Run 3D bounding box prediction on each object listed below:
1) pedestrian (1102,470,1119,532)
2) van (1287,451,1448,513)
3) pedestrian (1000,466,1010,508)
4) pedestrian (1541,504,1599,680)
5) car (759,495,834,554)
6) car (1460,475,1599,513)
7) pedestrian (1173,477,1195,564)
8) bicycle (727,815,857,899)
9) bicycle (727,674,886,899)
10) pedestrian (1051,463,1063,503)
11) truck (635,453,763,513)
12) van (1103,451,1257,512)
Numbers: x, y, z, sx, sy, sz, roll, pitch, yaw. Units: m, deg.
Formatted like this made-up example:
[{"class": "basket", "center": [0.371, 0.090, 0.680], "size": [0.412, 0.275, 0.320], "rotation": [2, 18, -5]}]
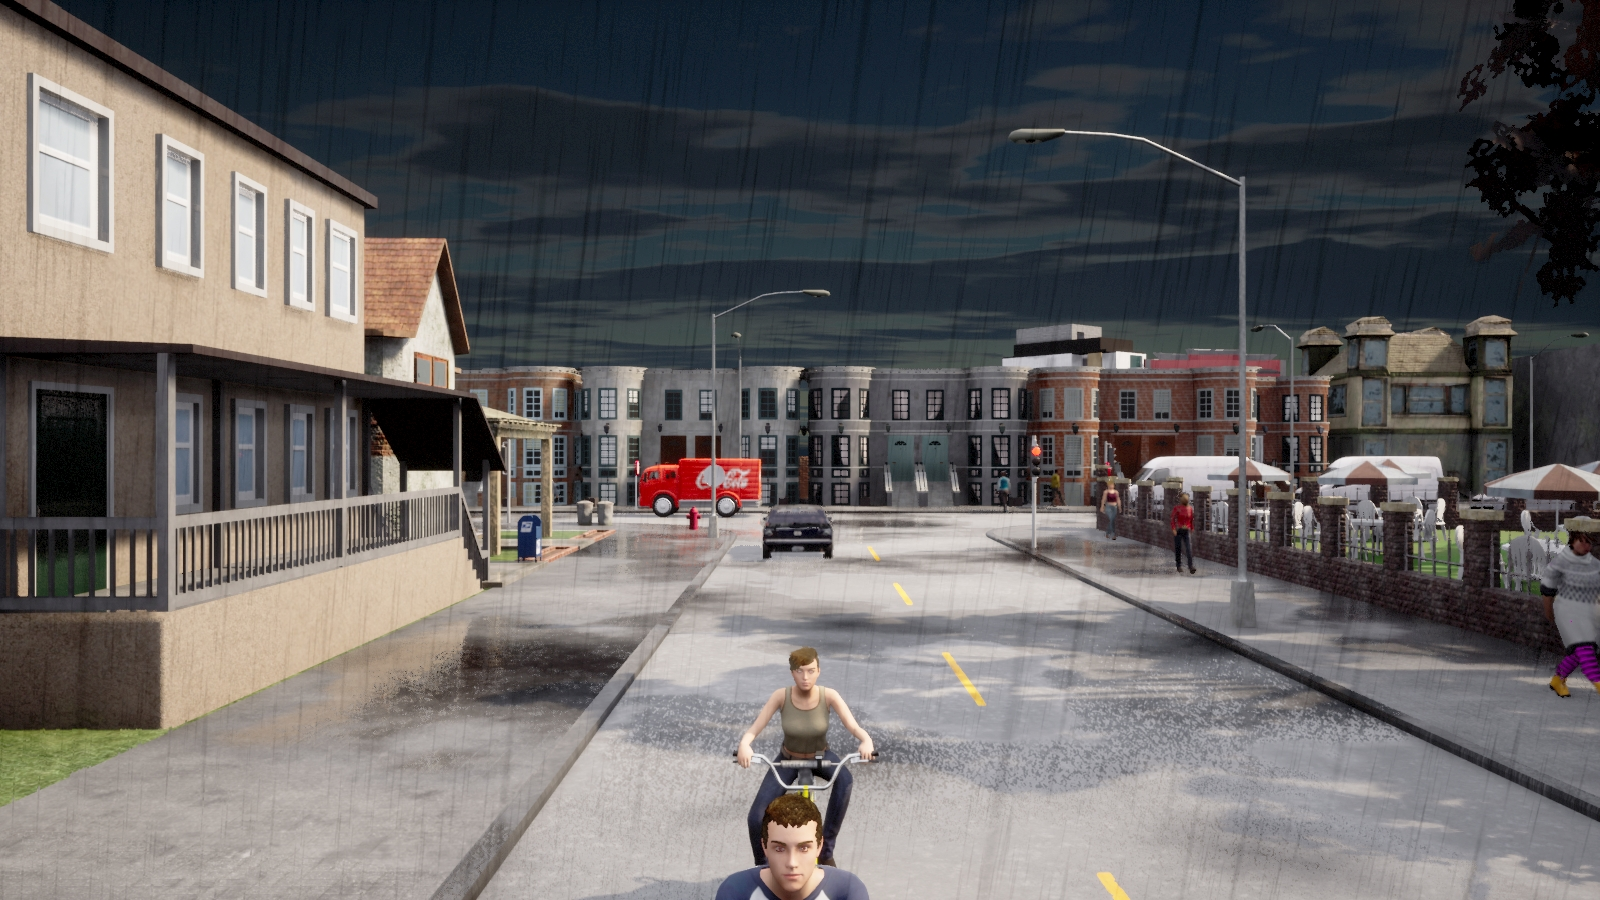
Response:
[{"class": "pedestrian", "center": [9.335, 1.532, 34.352], "size": [0.375, 1.860, 0.375], "rotation": [0, 0, -1]}, {"class": "van", "center": [24.218, 1.335, 48.884], "size": [5.915, 2.561, 1.988], "rotation": [0, 0, 0]}, {"class": "pedestrian", "center": [9.099, 1.649, 50.748], "size": [0.375, 1.860, 0.375], "rotation": [0, 0, -7]}, {"class": "pedestrian", "center": [8.368, 1.529, 12.427], "size": [0.375, 1.860, 0.375], "rotation": [0, 0, 2]}, {"class": "car", "center": [-0.103, 1.948, 30.970], "size": [1.895, 1.301, 4.718], "rotation": [0, 0, 0]}, {"class": "car", "center": [31.333, 1.859, 48.882], "size": [4.892, 1.480, 2.231], "rotation": [-1, 0, 0]}, {"class": "pedestrian", "center": [8.382, 1.534, 24.947], "size": [0.375, 1.860, 0.375], "rotation": [0, 0, 2]}, {"class": "bicycle", "center": [-0.022, 1.938, 3.212], "size": [0.373, 1.296, 1.643], "rotation": [0, 0, 0]}, {"class": "bicycle", "center": [0.033, 2.040, 6.906], "size": [0.859, 1.080, 1.487], "rotation": [0, 0, 0]}, {"class": "pedestrian", "center": [12.021, 1.546, 53.408], "size": [0.375, 1.860, 0.375], "rotation": [0, 0, -30]}, {"class": "truck", "center": [-4.253, 1.368, 48.833], "size": [5.204, 2.467, 2.627], "rotation": [0, 0, 1]}, {"class": "van", "center": [16.176, 1.334, 48.876], "size": [5.915, 2.561, 1.988], "rotation": [0, 0, 0]}]
